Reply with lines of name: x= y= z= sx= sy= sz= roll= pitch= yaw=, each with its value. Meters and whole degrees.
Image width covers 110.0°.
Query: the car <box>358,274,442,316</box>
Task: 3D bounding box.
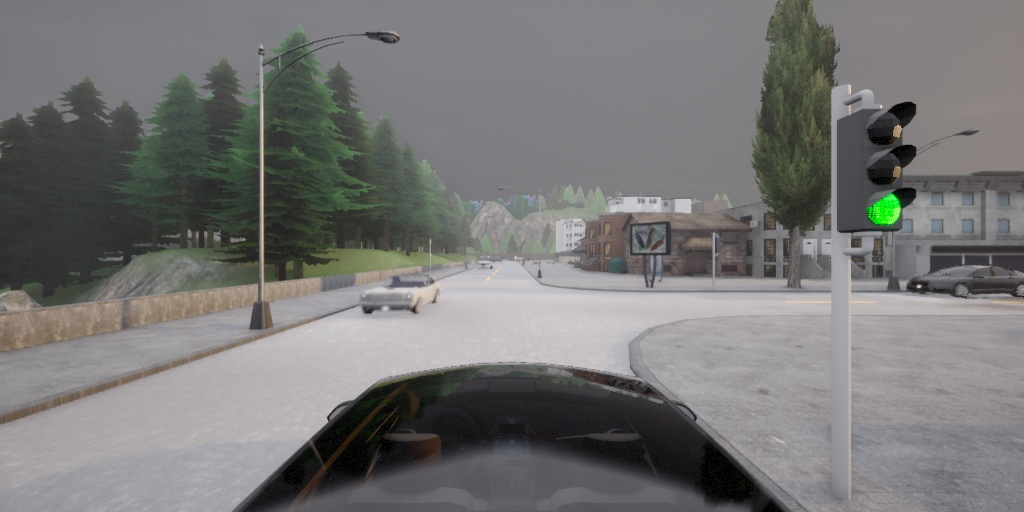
car: x=-4.001 y=1.364 z=13.581 sx=1.895 sy=1.301 sz=4.718 roll=0 pitch=0 yaw=0

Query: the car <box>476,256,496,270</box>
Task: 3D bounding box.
car: x=-4.003 y=1.085 z=53.020 sx=2.150 sy=2.045 sz=5.566 roll=0 pitch=1 yaw=0

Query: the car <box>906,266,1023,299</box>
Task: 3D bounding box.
car: x=22.442 y=1.254 z=17.633 sx=4.892 sy=1.490 sz=1.837 roll=0 pitch=0 yaw=0
